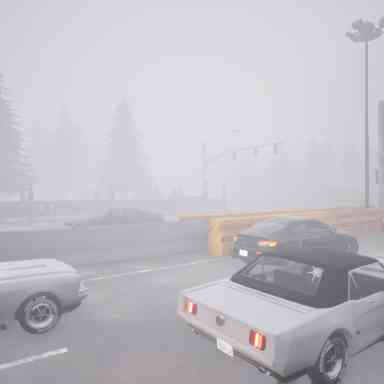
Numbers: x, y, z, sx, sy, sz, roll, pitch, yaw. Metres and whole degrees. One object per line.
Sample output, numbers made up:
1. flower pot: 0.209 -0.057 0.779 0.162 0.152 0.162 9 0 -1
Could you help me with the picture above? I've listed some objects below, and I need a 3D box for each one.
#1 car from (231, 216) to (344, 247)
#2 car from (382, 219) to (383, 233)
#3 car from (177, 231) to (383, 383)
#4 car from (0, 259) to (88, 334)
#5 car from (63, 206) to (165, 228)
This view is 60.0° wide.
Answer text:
1. car: 3.276 1.474 10.352 4.674 1.442 1.812 -1 0 -35
2. car: 10.661 1.408 15.598 4.674 1.442 1.812 -1 0 -36
3. car: 2.212 1.577 5.310 4.718 1.301 1.895 -1 0 -35
4. car: -4.140 1.601 5.092 4.718 1.301 1.895 0 0 -35
5. car: -4.115 1.506 18.226 5.357 1.411 2.033 -1 0 -35
